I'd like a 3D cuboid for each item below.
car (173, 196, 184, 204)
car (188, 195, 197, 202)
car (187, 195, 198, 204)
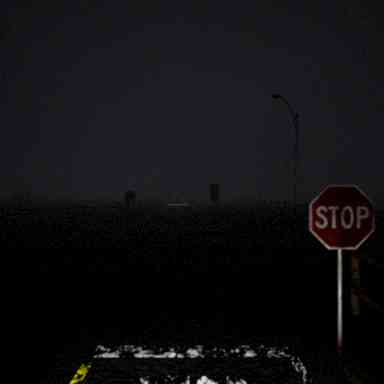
[{"bbox_3d":[-2.648,1.481,65.378,1.882,1.535,5.008,0,0,0],"label":"car"},{"bbox_3d":[0.113,1.337,71.206,1.837,1.490,4.892,0,0,0],"label":"car"},{"bbox_3d":[0.097,1.528,61.200,1.812,1.442,4.674,0,0,0],"label":"car"}]
